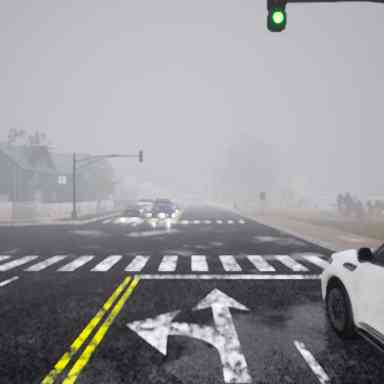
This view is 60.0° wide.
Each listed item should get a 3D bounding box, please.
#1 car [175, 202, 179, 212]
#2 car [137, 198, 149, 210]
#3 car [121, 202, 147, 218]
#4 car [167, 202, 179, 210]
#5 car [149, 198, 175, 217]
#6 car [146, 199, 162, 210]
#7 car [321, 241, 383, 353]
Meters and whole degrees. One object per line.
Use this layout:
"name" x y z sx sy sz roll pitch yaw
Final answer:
"car" -3.300 2.270 47.962 1.895 1.301 4.718 0 -1 0
"car" -6.547 1.887 47.666 2.150 2.045 5.566 0 -1 0
"car" -6.560 2.074 36.924 1.994 1.385 4.181 0 -1 0
"car" -3.272 2.419 58.053 1.895 1.301 4.718 0 -1 0
"car" -3.328 1.747 37.986 2.150 2.045 5.566 0 -1 -2
"car" -6.524 2.164 57.590 2.097 1.767 4.553 0 -1 0
"car" 3.352 1.272 3.535 2.150 2.045 5.566 0 0 0
